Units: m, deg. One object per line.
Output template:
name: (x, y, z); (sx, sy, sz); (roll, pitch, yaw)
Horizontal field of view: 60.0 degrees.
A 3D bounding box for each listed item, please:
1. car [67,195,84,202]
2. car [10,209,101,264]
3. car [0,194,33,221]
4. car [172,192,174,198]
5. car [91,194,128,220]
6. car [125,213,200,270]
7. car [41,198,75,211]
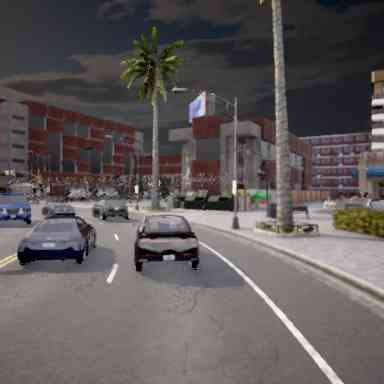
car: (-23.315, 1.083, 65.679); (4.553, 1.767, 2.185); (0, 0, 31)
car: (-4.577, 1.531, 11.790); (1.994, 1.385, 4.181); (0, 0, -10)
car: (-12.346, 1.145, 22.914); (2.150, 2.045, 5.566); (0, 0, -29)
car: (-3.078, 1.336, 66.898); (4.674, 1.452, 2.002); (0, 0, 31)
car: (-6.804, 1.294, 27.252); (2.097, 1.767, 4.553); (0, 0, -29)
car: (-0.923, 1.476, 10.981); (2.128, 1.511, 4.902); (0, 0, -8)
car: (-11.529, 1.467, 28.473); (2.033, 1.411, 5.357); (0, 0, -35)
